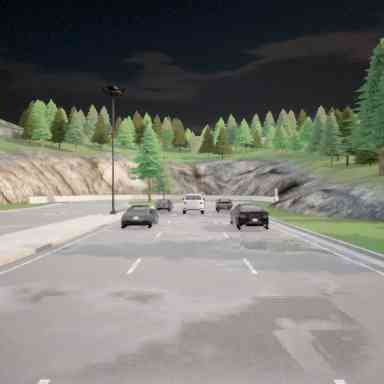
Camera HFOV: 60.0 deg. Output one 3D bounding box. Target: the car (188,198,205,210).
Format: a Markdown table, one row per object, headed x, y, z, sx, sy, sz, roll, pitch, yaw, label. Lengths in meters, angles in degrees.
| x | y | z | sx | sy | sz | roll | pitch | yaw | label |
| --- | --- | --- | --- | --- | --- | --- | --- | --- | --- |
| 0.663 | 1.563 | 44.565 | 1.994 | 1.385 | 4.181 | 0 | 0 | 6 | car |

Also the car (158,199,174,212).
| x | y | z | sx | sy | sz | roll | pitch | yaw | label |
| --- | --- | --- | --- | --- | --- | --- | --- | --- | --- |
| -3.249 | 1.546 | 39.129 | 2.033 | 1.411 | 5.357 | 0 | 0 | 2 | car |

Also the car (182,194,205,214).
| x | y | z | sx | sy | sz | roll | pitch | yaw | label |
| --- | --- | --- | --- | --- | --- | --- | --- | --- | --- |
| 0.153 | 1.221 | 35.213 | 2.150 | 2.045 | 5.566 | 0 | 0 | 0 | car |

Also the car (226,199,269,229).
| x | y | z | sx | sy | sz | roll | pitch | yaw | label |
| --- | --- | --- | --- | --- | --- | --- | --- | --- | --- |
| 3.608 | 1.477 | 21.498 | 1.882 | 1.535 | 5.008 | 0 | 0 | 0 | car |

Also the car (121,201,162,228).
| x | y | z | sx | sy | sz | roll | pitch | yaw | label |
| --- | --- | --- | --- | --- | --- | --- | --- | --- | --- |
| -3.392 | 1.563 | 22.128 | 1.994 | 1.385 | 4.181 | 0 | 0 | 0 | car |

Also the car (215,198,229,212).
| x | y | z | sx | sy | sz | roll | pitch | yaw | label |
| --- | --- | --- | --- | --- | --- | --- | --- | --- | --- |
| 3.757 | 1.490 | 38.909 | 2.128 | 1.511 | 4.902 | 0 | 0 | 2 | car |
